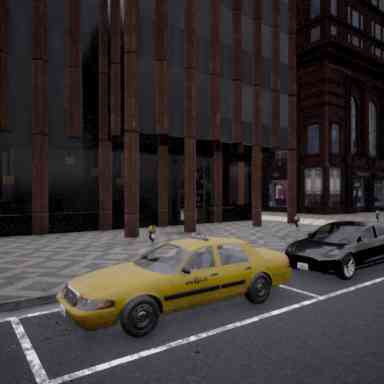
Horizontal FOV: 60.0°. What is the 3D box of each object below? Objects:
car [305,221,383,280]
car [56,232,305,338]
[{"bbox_3d":[4.672,1.567,9.967,4.313,1.339,1.947,0,0,-35],"label":"car"},{"bbox_3d":[-0.060,1.525,6.601,4.829,1.417,1.752,0,0,-35],"label":"car"}]
